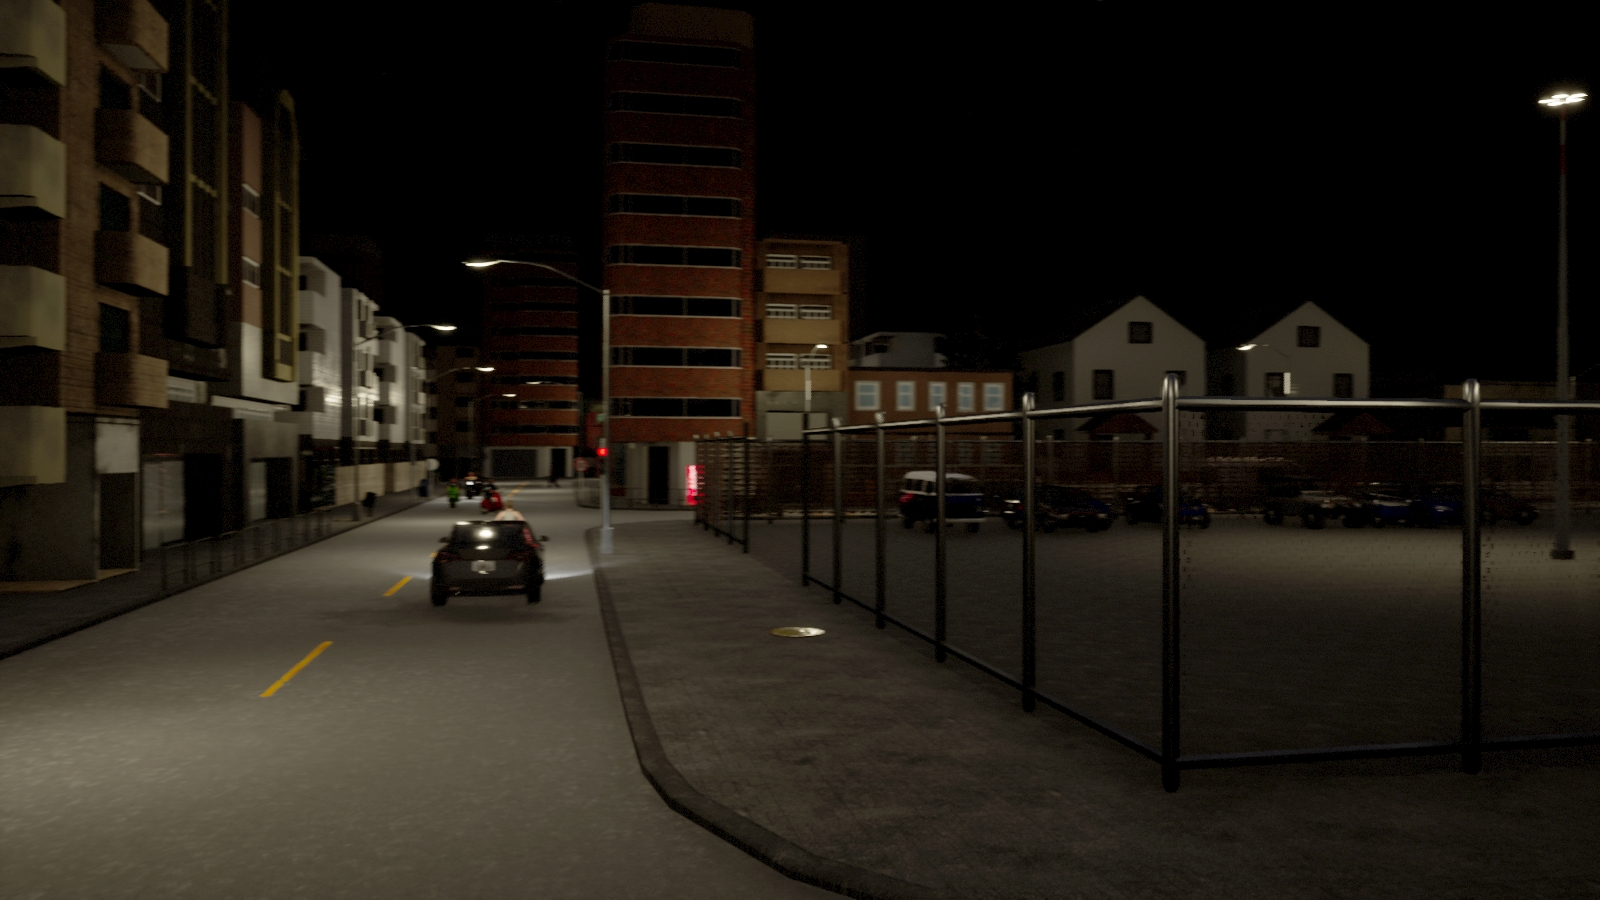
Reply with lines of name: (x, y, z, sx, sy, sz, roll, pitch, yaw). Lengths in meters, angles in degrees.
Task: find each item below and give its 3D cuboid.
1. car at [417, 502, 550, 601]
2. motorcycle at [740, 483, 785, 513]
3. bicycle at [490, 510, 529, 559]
car: (-6.035, 1.865, 22.308, 2.163, 1.488, 4.792, 0, 0, -11)
motorcycle: (-1.576, 2.015, 48.394, 1.805, 1.236, 0.856, 0, 0, -10)
bicycle: (-7.149, 2.065, 28.140, 0.859, 1.080, 1.487, 0, 0, -12)
